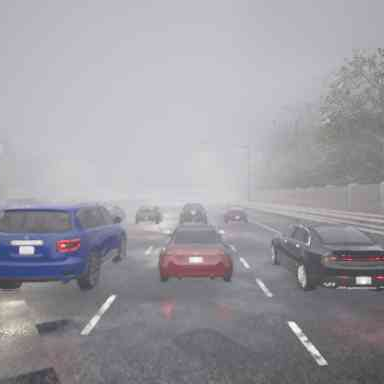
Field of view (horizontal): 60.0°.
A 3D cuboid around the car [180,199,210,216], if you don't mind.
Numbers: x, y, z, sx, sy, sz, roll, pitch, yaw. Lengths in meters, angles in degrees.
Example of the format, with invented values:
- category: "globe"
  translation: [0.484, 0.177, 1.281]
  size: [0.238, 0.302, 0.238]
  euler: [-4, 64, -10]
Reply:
- category: "car"
  translation: [0.092, 1.628, 26.918]
  size: [2.097, 1.767, 4.553]
  euler: [0, -1, 0]

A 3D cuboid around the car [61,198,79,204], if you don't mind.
- category: "car"
  translation: [-28.018, 2.080, 76.480]
  size: [2.033, 1.411, 5.357]
  euler: [0, -1, 0]

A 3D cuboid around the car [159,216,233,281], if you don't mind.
- category: "car"
  translation: [0.098, 1.669, 10.244]
  size: [1.994, 1.385, 4.181]
  euler: [0, -1, 0]

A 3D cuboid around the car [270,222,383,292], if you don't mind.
- category: "car"
  translation: [3.500, 1.584, 9.213]
  size: [1.837, 1.490, 4.892]
  euler: [0, -1, 0]

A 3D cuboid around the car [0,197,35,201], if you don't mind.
- category: "car"
  translation: [-17.601, 1.563, 33.319]
  size: [2.150, 2.045, 5.566]
  euler: [0, 0, 0]

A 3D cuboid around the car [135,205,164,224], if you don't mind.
- category: "car"
  translation: [-3.404, 1.769, 27.136]
  size: [2.128, 1.511, 4.902]
  euler: [0, -1, 0]

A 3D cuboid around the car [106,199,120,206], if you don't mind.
- category: "car"
  translation: [-17.517, 2.322, 73.821]
  size: [1.895, 1.301, 4.718]
  euler: [0, -1, 0]

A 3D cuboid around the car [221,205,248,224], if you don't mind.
- category: "car"
  translation: [3.492, 1.805, 27.867]
  size: [1.812, 1.442, 4.674]
  euler: [0, -1, 0]

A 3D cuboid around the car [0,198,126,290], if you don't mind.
- category: "car"
  translation: [-3.406, 1.319, 9.533]
  size: [2.150, 2.045, 5.566]
  euler: [0, -1, 0]

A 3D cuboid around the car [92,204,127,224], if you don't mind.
- category: "car"
  translation: [-6.907, 1.815, 28.271]
  size: [1.812, 1.442, 4.674]
  euler: [0, -1, 0]
